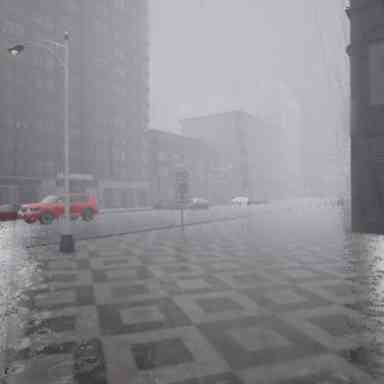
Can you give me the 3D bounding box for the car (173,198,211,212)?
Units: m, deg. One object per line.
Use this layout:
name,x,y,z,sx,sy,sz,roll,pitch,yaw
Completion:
car,0.354,1.398,37.252,1.812,1.442,4.674,0,0,35

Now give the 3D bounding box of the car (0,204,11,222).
car,-13.125,1.529,23.792,1.895,1.301,4.718,0,0,35

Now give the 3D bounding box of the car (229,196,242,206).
car,7.612,1.424,53.011,1.812,1.442,4.674,0,0,35

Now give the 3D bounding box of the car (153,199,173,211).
car,-2.639,1.454,38.647,1.994,1.385,4.181,0,0,35

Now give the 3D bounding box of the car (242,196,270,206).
car,10.267,1.302,51.138,2.033,1.411,5.357,0,0,35

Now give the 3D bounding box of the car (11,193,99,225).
car,-9.271,1.129,23.622,2.150,2.045,5.566,0,0,35
